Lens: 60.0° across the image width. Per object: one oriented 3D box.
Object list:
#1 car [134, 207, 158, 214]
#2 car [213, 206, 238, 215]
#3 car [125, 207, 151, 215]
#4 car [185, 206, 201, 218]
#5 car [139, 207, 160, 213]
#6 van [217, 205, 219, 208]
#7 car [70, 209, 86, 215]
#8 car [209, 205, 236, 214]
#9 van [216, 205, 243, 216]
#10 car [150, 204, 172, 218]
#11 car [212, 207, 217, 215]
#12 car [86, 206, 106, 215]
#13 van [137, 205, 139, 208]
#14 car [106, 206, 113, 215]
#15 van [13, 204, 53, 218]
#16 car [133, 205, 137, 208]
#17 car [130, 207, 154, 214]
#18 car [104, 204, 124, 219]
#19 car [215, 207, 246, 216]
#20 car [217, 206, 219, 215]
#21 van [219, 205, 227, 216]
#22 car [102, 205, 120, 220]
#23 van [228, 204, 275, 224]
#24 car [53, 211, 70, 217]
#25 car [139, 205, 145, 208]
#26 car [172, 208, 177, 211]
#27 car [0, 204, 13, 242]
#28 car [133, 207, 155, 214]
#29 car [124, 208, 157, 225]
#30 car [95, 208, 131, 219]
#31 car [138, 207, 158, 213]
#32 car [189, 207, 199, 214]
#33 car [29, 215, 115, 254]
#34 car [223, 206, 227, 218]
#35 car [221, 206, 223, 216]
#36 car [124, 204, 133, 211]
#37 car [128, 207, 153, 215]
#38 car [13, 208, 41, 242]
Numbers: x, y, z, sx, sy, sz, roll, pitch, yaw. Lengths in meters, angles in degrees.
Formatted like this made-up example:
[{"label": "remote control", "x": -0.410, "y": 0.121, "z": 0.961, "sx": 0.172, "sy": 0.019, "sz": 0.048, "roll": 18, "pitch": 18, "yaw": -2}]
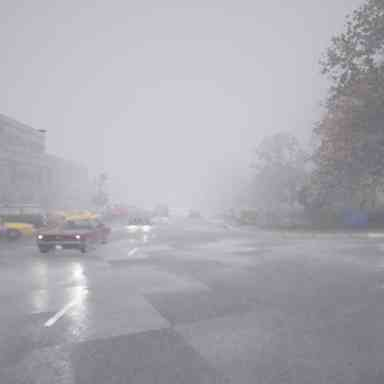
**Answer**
[{"label": "car", "x": -11.047, "y": 4.316, "z": 79.114, "sx": 5.366, "sy": 1.575, "sz": 1.946, "roll": 0, "pitch": -2, "yaw": -20}, {"label": "car", "x": 6.816, "y": 3.693, "z": 67.303, "sx": 4.553, "sy": 1.767, "sz": 2.185, "roll": 2, "pitch": -3, "yaw": -20}, {"label": "car", "x": -10.977, "y": 3.820, "z": 67.456, "sx": 4.892, "sy": 1.521, "sz": 2.231, "roll": 0, "pitch": -3, "yaw": -20}, {"label": "car", "x": 0.398, "y": 3.143, "z": 49.540, "sx": 2.033, "sy": 1.411, "sz": 5.357, "roll": 0, "pitch": -2, "yaw": 0}, {"label": "car", "x": -10.834, "y": 4.571, "z": 85.044, "sx": 4.892, "sy": 1.521, "sz": 2.231, "roll": 0, "pitch": -3, "yaw": -20}, {"label": "van", "x": 6.833, "y": 2.985, "z": 52.650, "sx": 4.442, "sy": 1.987, "sz": 1.878, "roll": 2, "pitch": -3, "yaw": -19}, {"label": "car", "x": -11.484, "y": 2.184, "z": 26.363, "sx": 5.366, "sy": 1.575, "sz": 1.946, "roll": 0, "pitch": -2, "yaw": -20}, {"label": "car", "x": 6.893, "y": 3.944, "z": 76.129, "sx": 5.566, "sy": 2.045, "sz": 2.435, "roll": 2, "pitch": -2, "yaw": -19}, {"label": "van", "x": 6.903, "y": 3.350, "z": 61.478, "sx": 4.442, "sy": 1.987, "sz": 1.878, "roll": 2, "pitch": -3, "yaw": -19}, {"label": "car", "x": -4.747, "y": 2.901, "z": 51.631, "sx": 2.150, "sy": 2.045, "sz": 5.566, "roll": 0, "pitch": -3, "yaw": 1}, {"label": "car", "x": 6.571, "y": 3.319, "z": 55.477, "sx": 5.366, "sy": 1.575, "sz": 1.946, "roll": 2, "pitch": -2, "yaw": -19}, {"label": "car", "x": -11.435, "y": 2.403, "z": 32.220, "sx": 5.366, "sy": 1.575, "sz": 1.946, "roll": 0, "pitch": -2, "yaw": -20}, {"label": "van", "x": -11.202, "y": 2.982, "z": 52.767, "sx": 4.442, "sy": 1.987, "sz": 1.878, "roll": 0, "pitch": -2, "yaw": -20}, {"label": "car", "x": -11.203, "y": 2.547, "z": 35.220, "sx": 4.792, "sy": 1.488, "sz": 2.163, "roll": 0, "pitch": -3, "yaw": -19}, {"label": "van", "x": -11.243, "y": 1.741, "z": 20.614, "sx": 4.442, "sy": 1.987, "sz": 1.878, "roll": 0, "pitch": -3, "yaw": -20}, {"label": "car", "x": -11.087, "y": 2.963, "z": 49.882, "sx": 4.553, "sy": 1.767, "sz": 2.185, "roll": 0, "pitch": -2, "yaw": -20}, {"label": "car", "x": -10.933, "y": 4.070, "z": 73.323, "sx": 4.892, "sy": 1.521, "sz": 2.231, "roll": 0, "pitch": -3, "yaw": -20}, {"label": "car", "x": -11.223, "y": 2.617, "z": 41.080, "sx": 4.553, "sy": 1.767, "sz": 2.185, "roll": 0, "pitch": -3, "yaw": -20}, {"label": "car", "x": 6.762, "y": 3.449, "z": 58.483, "sx": 4.892, "sy": 1.521, "sz": 2.231, "roll": 2, "pitch": -3, "yaw": -19}, {"label": "car", "x": 6.693, "y": 3.128, "z": 49.659, "sx": 4.674, "sy": 1.452, "sz": 2.002, "roll": 2, "pitch": -3, "yaw": -19}, {"label": "van", "x": 6.568, "y": 2.743, "z": 46.680, "sx": 4.442, "sy": 1.987, "sz": 1.878, "roll": 2, "pitch": -2, "yaw": -19}, {"label": "car", "x": -11.204, "y": 2.631, "z": 38.146, "sx": 4.892, "sy": 1.521, "sz": 2.231, "roll": 0, "pitch": -2, "yaw": -19}, {"label": "van", "x": 6.470, "y": 2.287, "z": 34.913, "sx": 4.442, "sy": 1.987, "sz": 1.878, "roll": 2, "pitch": -2, "yaw": -19}, {"label": "car", "x": -11.357, "y": 2.106, "z": 23.480, "sx": 4.792, "sy": 1.488, "sz": 2.163, "roll": 0, "pitch": -2, "yaw": -20}, {"label": "car", "x": -11.061, "y": 3.328, "z": 55.732, "sx": 5.008, "sy": 1.535, "sz": 2.097, "roll": 0, "pitch": -2, "yaw": -20}, {"label": "car", "x": -4.556, "y": 3.536, "z": 67.224, "sx": 1.895, "sy": 1.301, "sz": 4.718, "roll": 0, "pitch": -2, "yaw": 0}, {"label": "car", "x": -11.360, "y": 1.497, "z": 14.713, "sx": 5.566, "sy": 2.045, "sz": 2.435, "roll": 0, "pitch": -2, "yaw": -20}, {"label": "car", "x": -10.901, "y": 4.234, "z": 76.248, "sx": 4.674, "sy": 1.452, "sz": 2.002, "roll": 0, "pitch": -3, "yaw": -20}, {"label": "car", "x": -4.939, "y": 2.490, "z": 32.344, "sx": 1.994, "sy": 1.385, "sz": 4.181, "roll": 0, "pitch": -2, "yaw": 1}, {"label": "car", "x": -11.141, "y": 3.013, "z": 46.940, "sx": 4.674, "sy": 1.452, "sz": 2.002, "roll": 0, "pitch": -3, "yaw": -19}, {"label": "car", "x": -10.853, "y": 4.485, "z": 82.111, "sx": 4.674, "sy": 1.452, "sz": 2.002, "roll": 0, "pitch": -3, "yaw": -20}, {"label": "car", "x": 0.495, "y": 4.119, "z": 73.441, "sx": 2.128, "sy": 1.511, "sz": 4.902, "roll": 0, "pitch": -2, "yaw": 0}, {"label": "car", "x": -5.061, "y": 1.872, "z": 14.832, "sx": 1.895, "sy": 1.301, "sz": 4.718, "roll": 0, "pitch": -2, "yaw": 0}, {"label": "car", "x": 6.629, "y": 2.780, "z": 40.827, "sx": 4.674, "sy": 1.452, "sz": 2.002, "roll": 2, "pitch": -2, "yaw": -20}, {"label": "car", "x": 6.651, "y": 2.896, "z": 43.770, "sx": 4.674, "sy": 1.452, "sz": 2.002, "roll": 2, "pitch": -2, "yaw": -19}, {"label": "car", "x": -11.193, "y": 2.606, "z": 44.006, "sx": 5.566, "sy": 2.045, "sz": 2.435, "roll": 0, "pitch": -2, "yaw": -20}, {"label": "car", "x": -10.919, "y": 3.974, "z": 70.398, "sx": 4.792, "sy": 1.488, "sz": 2.163, "roll": 0, "pitch": -3, "yaw": -20}, {"label": "car", "x": -11.193, "y": 1.853, "z": 17.692, "sx": 5.366, "sy": 1.575, "sz": 1.946, "roll": 0, "pitch": -2, "yaw": -20}]
